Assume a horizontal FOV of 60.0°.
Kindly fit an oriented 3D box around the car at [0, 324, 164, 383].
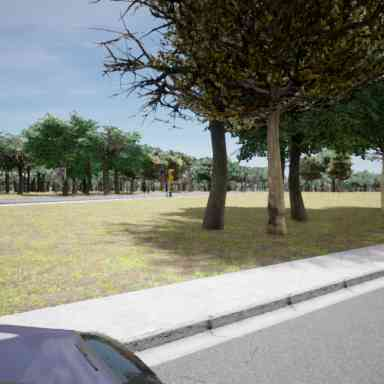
[{"bbox_3d":[-2.056,1.564,1.603,4.181,1.385,1.994,0,0,-36],"label":"car"}]
